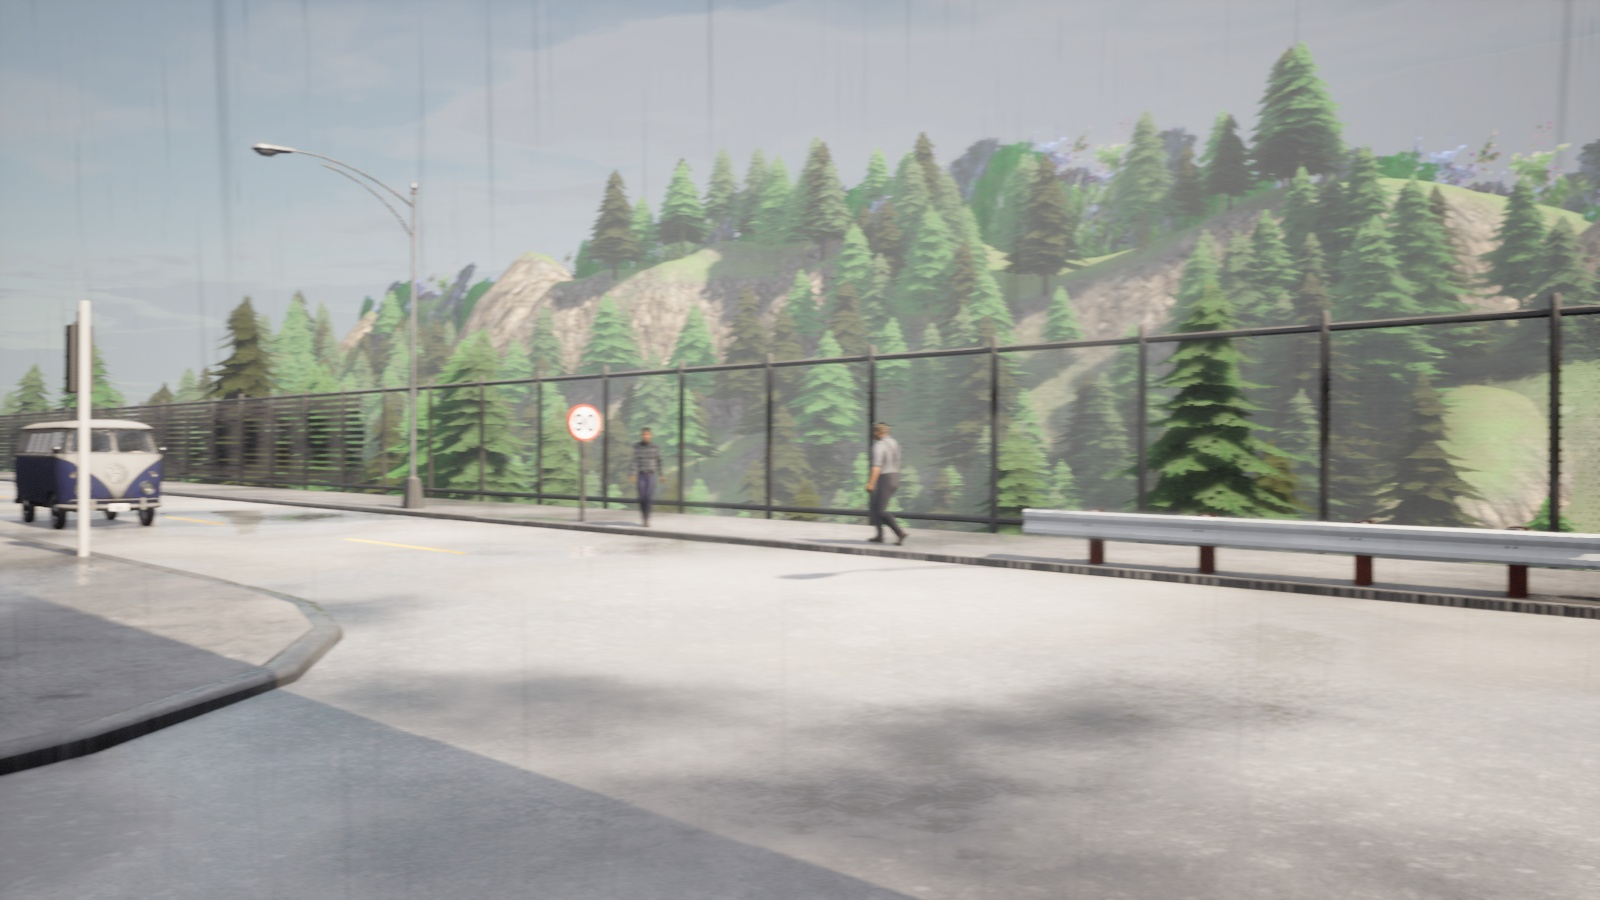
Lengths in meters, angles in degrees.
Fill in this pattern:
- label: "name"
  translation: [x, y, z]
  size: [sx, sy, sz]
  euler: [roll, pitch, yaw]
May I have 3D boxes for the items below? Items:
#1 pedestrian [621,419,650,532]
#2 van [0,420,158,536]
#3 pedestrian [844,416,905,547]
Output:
- label: "pedestrian"
  translation: [-2.890, 0.440, 22.050]
  size: [0.423, 1.949, 0.788]
  euler: [0, 0, -2]
- label: "van"
  translation: [-13.823, 0.484, 23.863]
  size: [1.775, 1.987, 4.442]
  euler: [0, 0, -42]
- label: "pedestrian"
  translation: [1.077, 0.442, 18.142]
  size: [0.694, 1.848, 0.540]
  euler: [0, 0, 35]
